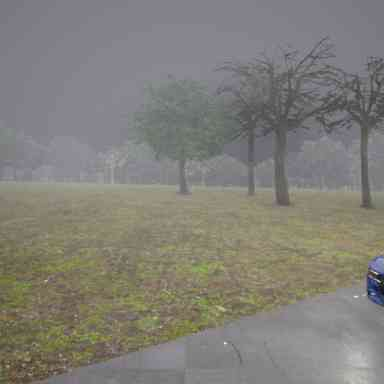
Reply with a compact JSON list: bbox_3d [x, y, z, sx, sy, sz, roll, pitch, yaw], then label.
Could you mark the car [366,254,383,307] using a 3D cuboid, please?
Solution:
[{"bbox_3d":[5.569,1.472,6.899,5.008,1.535,1.882,0,0,-35],"label":"car"}]
